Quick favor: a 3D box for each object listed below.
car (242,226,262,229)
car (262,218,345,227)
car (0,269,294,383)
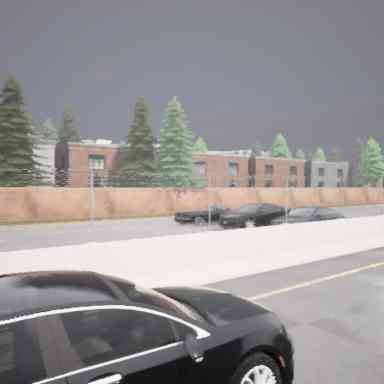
[{"bbox_3d":[3.849,1.382,19.631,5.008,1.535,1.882,0,0,-35],"label":"car"},{"bbox_3d":[5.935,1.430,16.807,4.674,1.442,1.812,0,0,-36],"label":"car"},{"bbox_3d":[-1.134,1.503,2.945,4.892,1.490,1.837,-1,1,-35],"label":"car"}]
